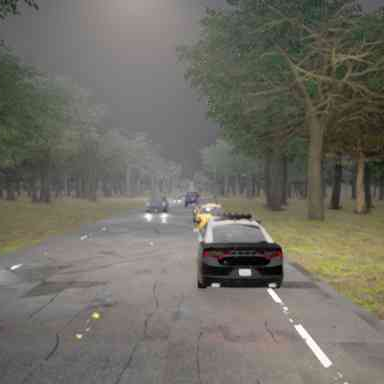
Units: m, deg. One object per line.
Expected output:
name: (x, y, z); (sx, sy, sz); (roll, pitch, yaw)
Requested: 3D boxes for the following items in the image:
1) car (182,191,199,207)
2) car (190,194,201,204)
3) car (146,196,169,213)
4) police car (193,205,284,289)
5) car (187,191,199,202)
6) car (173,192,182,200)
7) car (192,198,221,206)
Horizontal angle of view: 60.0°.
car: (0.108, 1.003, 45.871); (2.150, 2.045, 5.566); (0, 0, 0)
car: (1.101, 1.256, 25.109); (2.097, 1.767, 4.553); (0, 0, 0)
car: (-3.527, 1.206, 34.511); (2.097, 1.767, 4.553); (0, 0, 0)
police car: (1.069, 1.397, 9.246); (1.930, 1.638, 5.238); (0, 0, 0)
car: (0.132, 0.865, 64.141); (2.150, 2.045, 5.566); (0, 0, 0)
car: (-3.345, 1.045, 75.647); (2.128, 1.511, 4.902); (0, 0, 0)
car: (1.090, 1.387, 19.327); (1.801, 1.575, 5.366); (0, 0, 0)
